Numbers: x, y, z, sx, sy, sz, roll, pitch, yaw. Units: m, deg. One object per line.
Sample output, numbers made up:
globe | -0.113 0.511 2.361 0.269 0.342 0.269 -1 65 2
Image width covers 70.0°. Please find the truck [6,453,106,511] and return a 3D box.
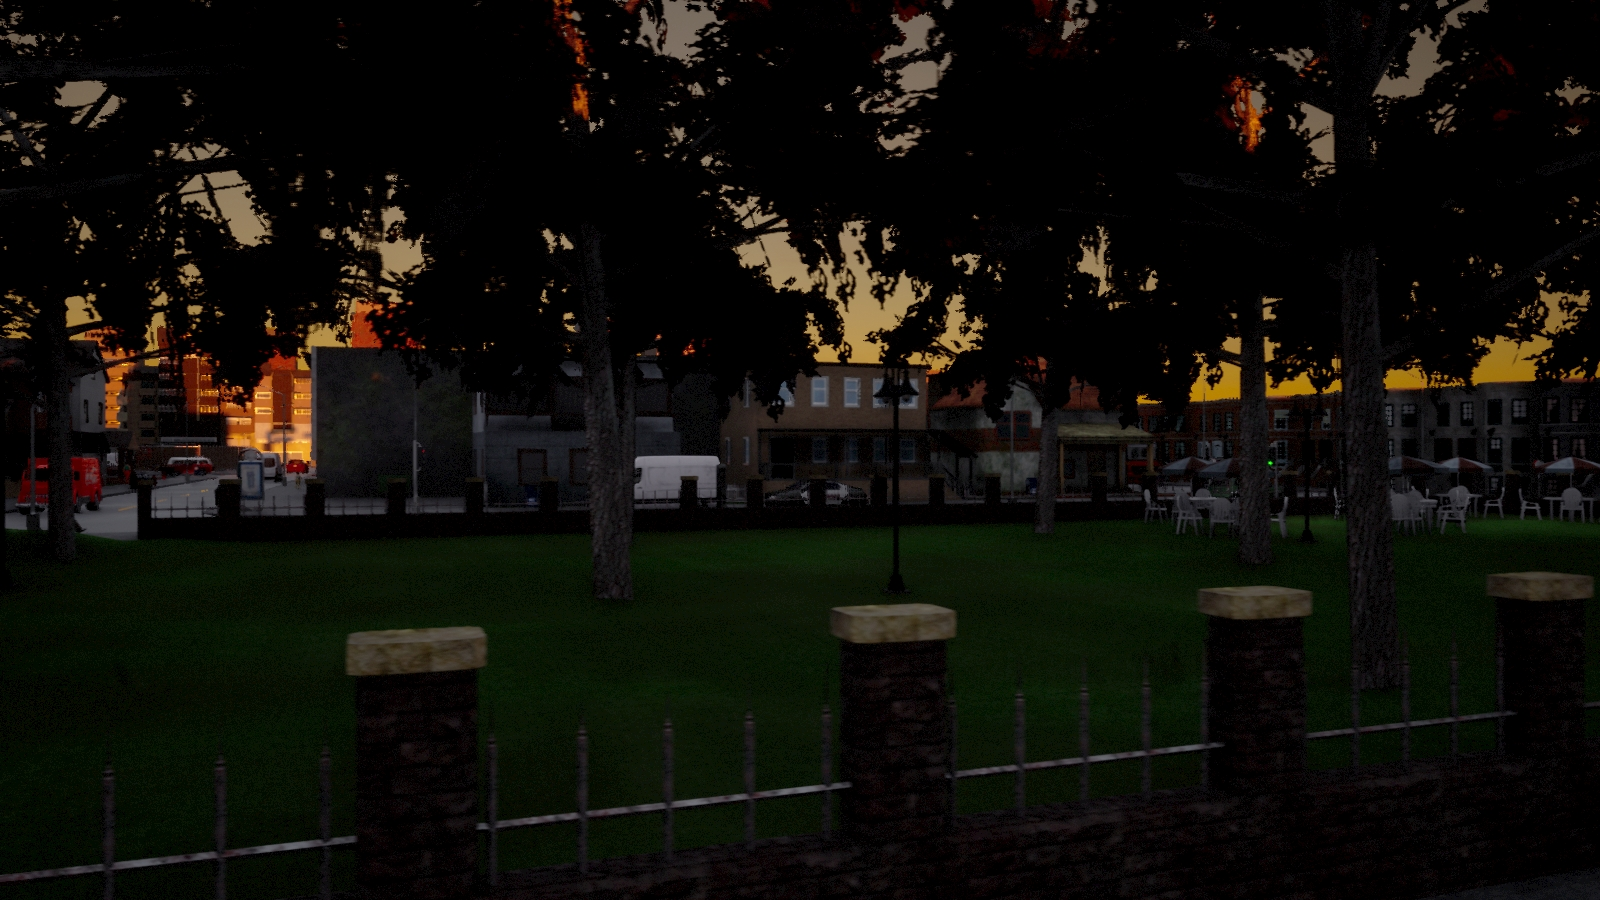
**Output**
truck | -33.069 1.349 50.974 2.627 2.467 5.204 0 0 -20

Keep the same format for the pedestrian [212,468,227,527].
pedestrian | -18.678 1.525 36.765 0.375 1.860 0.375 0 0 -15

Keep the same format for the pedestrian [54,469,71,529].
pedestrian | -22.953 1.524 35.576 0.375 1.860 0.375 0 0 -20

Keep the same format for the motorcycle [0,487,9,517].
motorcycle | -30.984 1.993 43.247 0.803 1.145 2.033 0 0 -3

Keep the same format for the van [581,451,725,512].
van | -6.382 1.315 49.702 5.915 2.561 1.988 0 0 -20

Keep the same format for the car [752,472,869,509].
car | 0.466 1.818 52.311 4.974 1.542 2.038 0 0 -21
